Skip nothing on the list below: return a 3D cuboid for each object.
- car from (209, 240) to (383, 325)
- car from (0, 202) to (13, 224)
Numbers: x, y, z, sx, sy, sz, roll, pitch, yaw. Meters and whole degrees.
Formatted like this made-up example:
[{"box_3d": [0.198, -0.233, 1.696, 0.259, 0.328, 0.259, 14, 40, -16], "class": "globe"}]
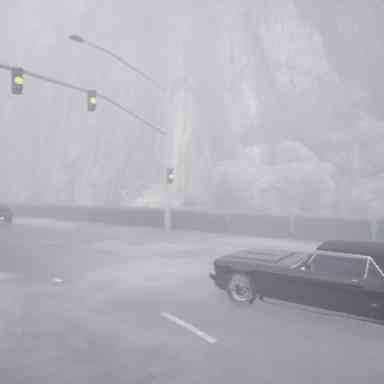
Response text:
[{"box_3d": [2.708, 1.600, 6.360, 4.718, 1.301, 1.895, 0, 0, 35], "class": "car"}, {"box_3d": [-14.067, 1.414, 22.687, 4.892, 1.490, 1.837, 0, 0, 36], "class": "car"}]
